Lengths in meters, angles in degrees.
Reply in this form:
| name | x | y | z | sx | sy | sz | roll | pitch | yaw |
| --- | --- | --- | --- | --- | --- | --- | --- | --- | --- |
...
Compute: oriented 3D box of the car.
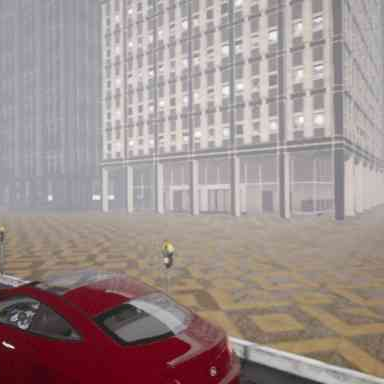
| name | x | y | z | sx | sy | sz | roll | pitch | yaw |
| --- | --- | --- | --- | --- | --- | --- | --- | --- | --- |
| car | -1.480 | 1.614 | 3.932 | 4.206 | 1.307 | 1.802 | -1 | -1 | 36 |
